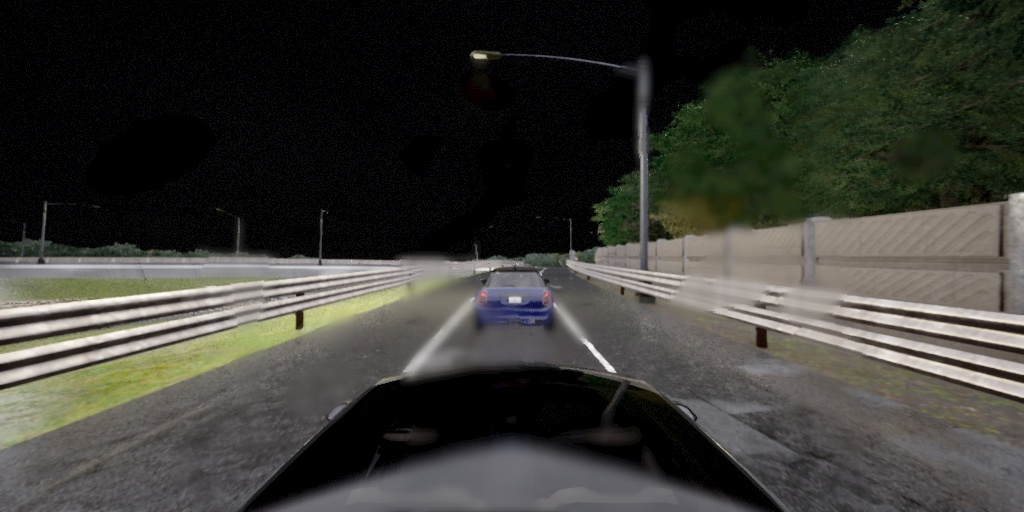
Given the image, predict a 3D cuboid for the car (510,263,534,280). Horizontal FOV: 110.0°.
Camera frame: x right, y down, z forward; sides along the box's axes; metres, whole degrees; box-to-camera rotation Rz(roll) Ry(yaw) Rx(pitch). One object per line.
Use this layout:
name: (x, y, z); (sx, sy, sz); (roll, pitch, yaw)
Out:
car: (0.980, 1.321, 32.186); (1.895, 1.301, 4.718); (0, 0, 4)

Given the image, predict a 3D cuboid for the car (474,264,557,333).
car: (0.105, 1.094, 10.896); (2.097, 1.767, 4.553); (0, 0, 1)
